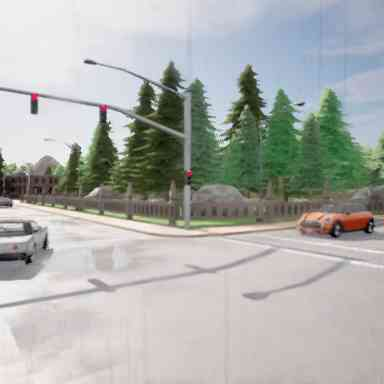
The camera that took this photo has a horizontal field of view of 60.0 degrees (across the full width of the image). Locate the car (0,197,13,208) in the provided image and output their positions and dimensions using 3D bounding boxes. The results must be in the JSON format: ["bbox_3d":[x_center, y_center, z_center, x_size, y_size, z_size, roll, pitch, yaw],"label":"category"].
[{"bbox_3d":[-26.273,1.473,46.464,2.033,1.411,5.357,0,0,-36],"label":"car"}]

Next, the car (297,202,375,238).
[{"bbox_3d":[7.794,1.370,17.995,4.553,1.767,2.097,0,0,-33],"label":"car"}]

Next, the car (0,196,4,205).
[{"bbox_3d":[-32.320,1.425,54.808,1.812,1.442,4.674,0,0,-36],"label":"car"}]

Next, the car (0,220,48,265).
[{"bbox_3d":[-6.181,1.593,11.399,1.895,1.301,4.718,0,0,-16],"label":"car"}]
